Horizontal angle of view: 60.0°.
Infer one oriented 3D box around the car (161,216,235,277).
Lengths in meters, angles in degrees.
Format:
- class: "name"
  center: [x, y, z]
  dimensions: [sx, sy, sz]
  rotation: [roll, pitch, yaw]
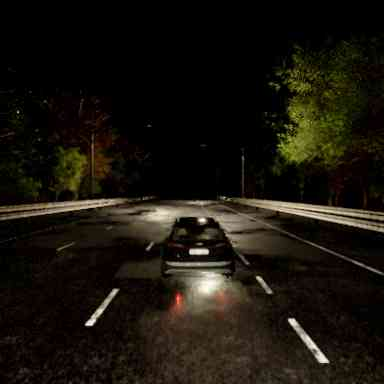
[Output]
- class: "car"
  center: [0.116, 1.519, 10.296]
  dimensions: [2.033, 1.649, 4.856]
  rotation: [0, 0, -1]
